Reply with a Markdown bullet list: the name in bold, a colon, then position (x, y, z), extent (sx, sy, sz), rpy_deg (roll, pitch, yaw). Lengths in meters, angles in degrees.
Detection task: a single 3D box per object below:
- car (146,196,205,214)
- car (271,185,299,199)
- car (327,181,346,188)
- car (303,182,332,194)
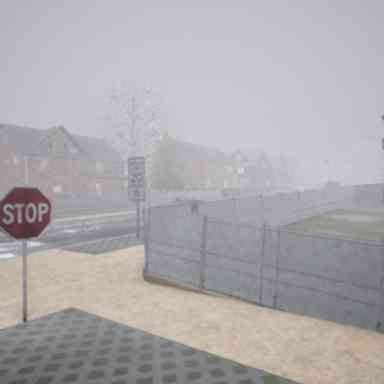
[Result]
- **car**: position (-1.082, 0.995, 23.216), extent (1.895, 1.301, 4.718), rpy_deg (-1, 1, 36)
- **car**: position (11.153, 0.008, 39.783), extent (2.097, 1.767, 4.553), rpy_deg (-1, 1, 37)
- **car**: position (20.825, -0.609, 48.183), extent (2.150, 2.045, 5.566), rpy_deg (-1, 1, 36)
- **car**: position (14.932, -0.010, 40.092), extent (1.882, 1.535, 5.008), rpy_deg (-1, 1, 37)
